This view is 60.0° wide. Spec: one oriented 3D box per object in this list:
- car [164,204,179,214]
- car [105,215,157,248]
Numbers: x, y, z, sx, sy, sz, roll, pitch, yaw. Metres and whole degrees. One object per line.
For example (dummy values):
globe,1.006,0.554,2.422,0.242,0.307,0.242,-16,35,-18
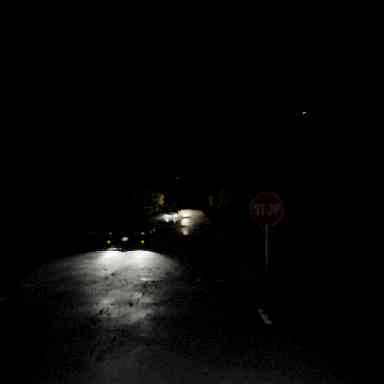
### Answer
car,-2.903,2.432,47.797,2.128,1.511,4.902,0,-2,0
car,-2.801,1.812,15.963,1.994,1.385,4.181,0,-1,0
